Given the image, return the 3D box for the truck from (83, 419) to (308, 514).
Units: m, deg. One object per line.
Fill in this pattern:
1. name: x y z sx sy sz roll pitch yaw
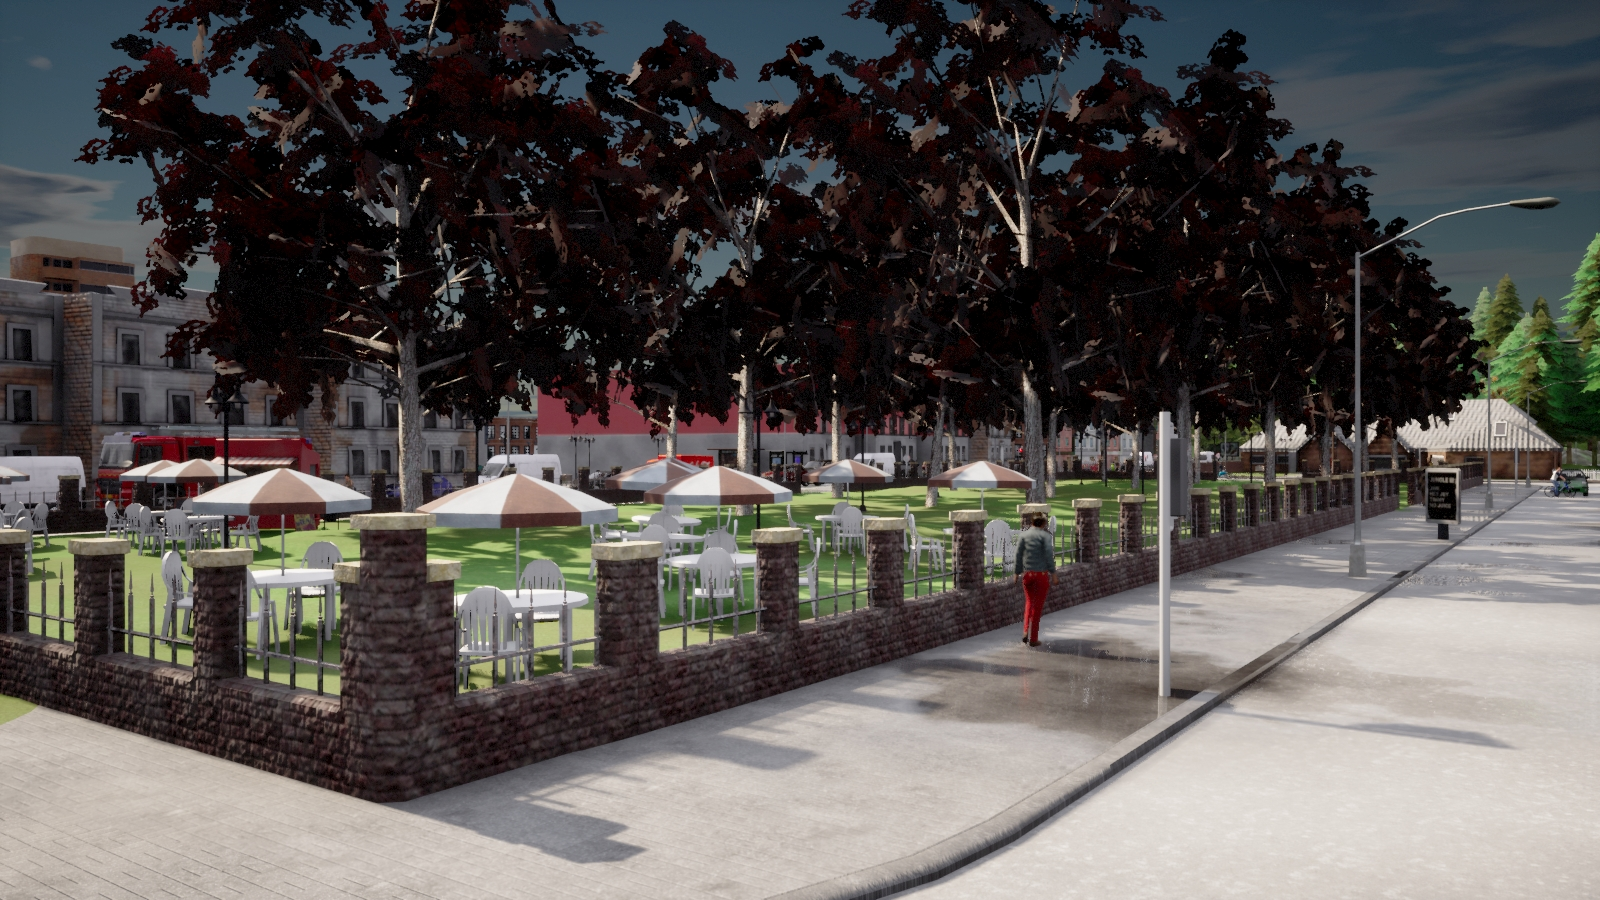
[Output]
1. truck: -26.598 0.670 50.778 2.891 3.827 8.468 0 0 35

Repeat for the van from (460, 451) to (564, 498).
1. van: -16.329 1.314 65.083 1.988 2.561 5.915 0 0 35

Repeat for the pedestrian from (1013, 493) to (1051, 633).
1. pedestrian: 3.150 1.517 15.509 0.375 1.860 0.375 0 0 37

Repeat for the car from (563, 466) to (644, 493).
1. car: -12.166 1.814 71.050 2.097 1.535 5.006 0 0 35

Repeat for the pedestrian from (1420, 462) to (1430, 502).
1. pedestrian: 29.686 1.525 54.239 0.375 1.860 0.375 0 0 35

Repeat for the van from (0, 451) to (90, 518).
1. van: -31.021 1.314 44.007 1.988 2.561 5.915 0 0 35

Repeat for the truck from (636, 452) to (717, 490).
1. truck: -8.233 1.348 76.671 2.627 2.467 5.204 0 0 35

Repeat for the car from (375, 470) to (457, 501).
1. car: -20.045 1.818 59.739 1.845 1.501 3.633 0 0 35
